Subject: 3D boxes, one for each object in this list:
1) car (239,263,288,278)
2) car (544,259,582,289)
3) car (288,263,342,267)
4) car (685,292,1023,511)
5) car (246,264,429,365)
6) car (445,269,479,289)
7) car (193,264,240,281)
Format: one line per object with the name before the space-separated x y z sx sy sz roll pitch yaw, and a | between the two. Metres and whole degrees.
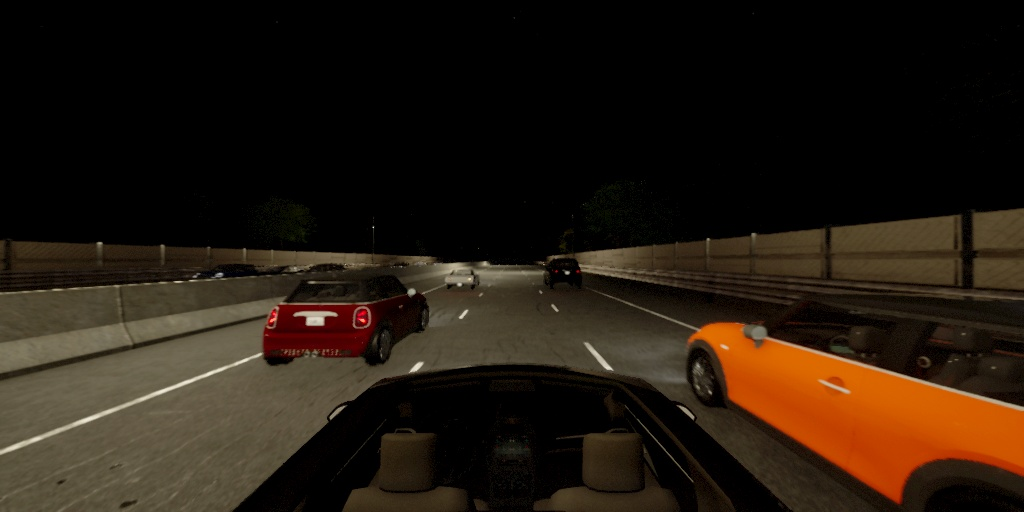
car | -17.588 1.504 27.169 2.128 1.511 4.902 0 -1 0
car | 3.607 1.219 25.979 2.150 2.045 5.566 0 -1 0
car | -14.088 1.360 26.798 2.097 1.767 4.553 0 -1 0
car | 3.582 1.119 3.423 2.097 1.767 4.553 0 -1 0
car | -3.404 1.169 8.334 2.097 1.767 4.553 0 -1 0
car | -3.395 1.594 25.431 1.895 1.301 4.718 0 -1 0
car | -21.087 1.360 26.740 2.097 1.767 4.553 0 -1 0
